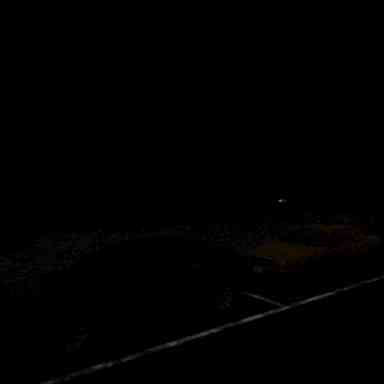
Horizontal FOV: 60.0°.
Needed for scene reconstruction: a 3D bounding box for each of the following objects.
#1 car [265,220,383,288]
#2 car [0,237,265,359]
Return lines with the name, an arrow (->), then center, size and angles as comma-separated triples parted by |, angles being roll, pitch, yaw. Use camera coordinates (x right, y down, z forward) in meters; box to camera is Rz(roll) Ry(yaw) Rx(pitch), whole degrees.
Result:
car -> 3.495, 1.495, 9.170 | 4.829, 1.417, 1.752 | 0, 0, -36
car -> -0.946, 1.556, 5.984 | 4.313, 1.339, 1.947 | 0, 0, -36
